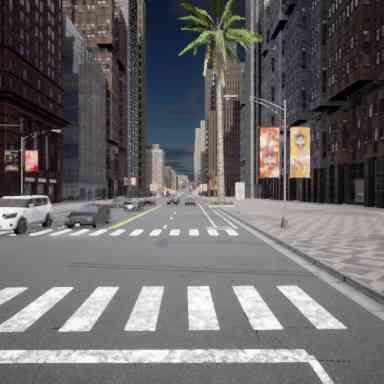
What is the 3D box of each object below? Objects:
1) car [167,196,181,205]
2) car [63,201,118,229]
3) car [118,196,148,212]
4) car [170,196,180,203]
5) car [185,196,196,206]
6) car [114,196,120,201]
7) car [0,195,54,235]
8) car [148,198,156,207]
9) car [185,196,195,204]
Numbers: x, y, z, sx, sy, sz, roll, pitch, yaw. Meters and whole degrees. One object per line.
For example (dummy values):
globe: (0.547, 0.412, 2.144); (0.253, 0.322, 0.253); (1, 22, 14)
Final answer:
car: (-3.481, 1.646, 59.744); (1.895, 1.301, 4.718); (0, 0, -1)
car: (-6.720, 1.551, 22.139); (2.033, 1.411, 5.357); (0, 0, 0)
car: (-6.809, 1.505, 38.871); (2.128, 1.511, 4.902); (0, 0, 0)
car: (-3.532, 1.594, 69.852); (1.812, 1.442, 4.674); (0, 0, 0)
car: (-0.308, 1.585, 56.112); (2.033, 1.411, 5.357); (0, 0, 0)
car: (-10.095, 1.377, 47.364); (2.097, 1.767, 4.553); (0, 0, 0)
car: (-9.955, 1.225, 19.166); (2.150, 2.045, 5.566); (0, 0, 0)
car: (-6.856, 1.632, 52.788); (1.895, 1.301, 4.718); (0, 0, 0)
car: (-0.365, 1.538, 66.534); (1.882, 1.535, 5.008); (0, 0, 0)
